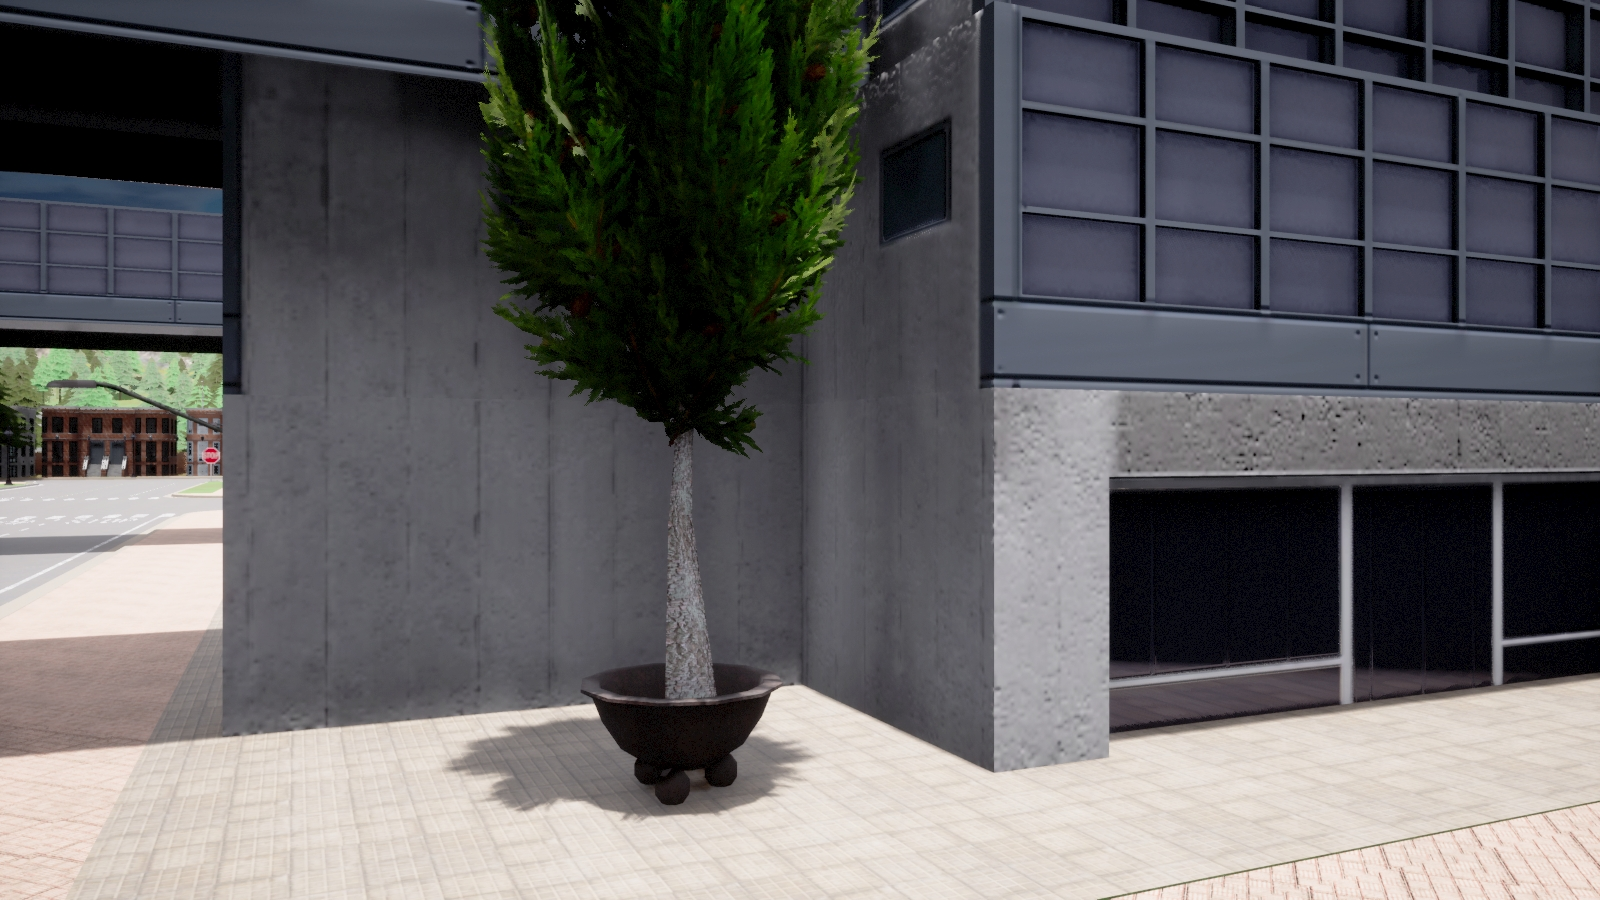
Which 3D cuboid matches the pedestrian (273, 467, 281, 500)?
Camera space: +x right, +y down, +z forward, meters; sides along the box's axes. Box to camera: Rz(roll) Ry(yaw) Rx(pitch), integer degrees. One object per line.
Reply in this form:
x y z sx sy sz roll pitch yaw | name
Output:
-28.964 1.849 63.262 0.375 1.860 0.375 0 0 -24 | pedestrian
